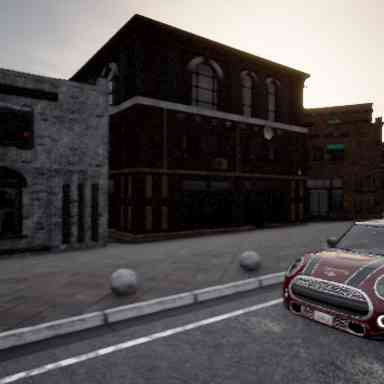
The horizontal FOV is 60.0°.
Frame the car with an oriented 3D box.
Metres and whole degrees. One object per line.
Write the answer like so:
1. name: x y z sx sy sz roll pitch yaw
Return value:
1. car: 3.844 1.339 6.402 4.553 1.767 2.097 0 0 -35
